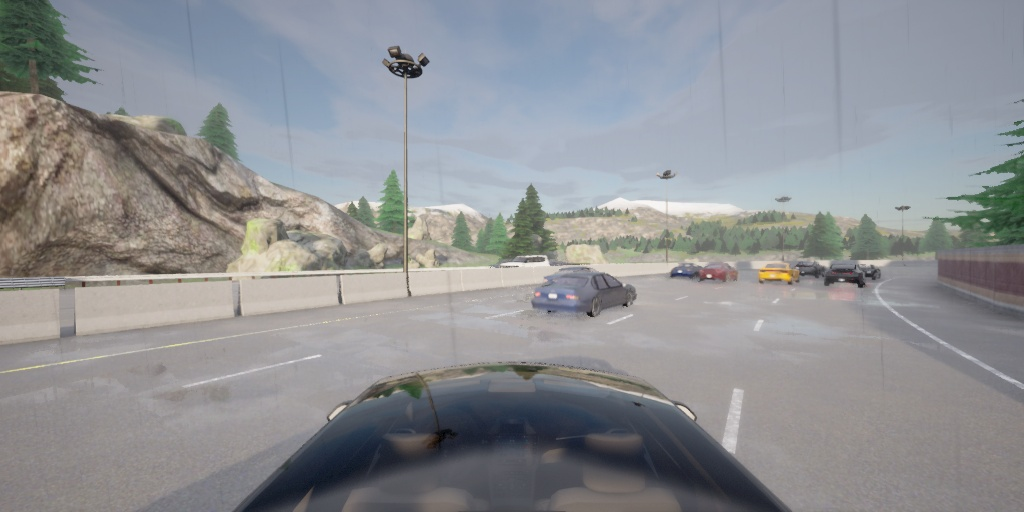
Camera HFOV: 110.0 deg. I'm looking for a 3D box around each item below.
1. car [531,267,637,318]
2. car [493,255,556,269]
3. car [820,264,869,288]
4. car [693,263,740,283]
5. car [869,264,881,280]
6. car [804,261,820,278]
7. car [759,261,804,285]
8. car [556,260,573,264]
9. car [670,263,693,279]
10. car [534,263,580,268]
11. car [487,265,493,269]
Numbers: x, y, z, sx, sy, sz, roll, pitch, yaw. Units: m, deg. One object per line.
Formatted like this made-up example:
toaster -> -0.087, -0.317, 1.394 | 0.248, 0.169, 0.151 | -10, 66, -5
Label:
car -> 2.830, 1.298, 13.170 | 2.033, 1.411, 5.357 | 0, 0, 38
car -> 1.217, 0.971, 32.978 | 2.150, 2.045, 5.566 | 0, 0, 44
car -> 22.454, 1.255, 24.155 | 4.892, 1.490, 1.837 | 0, 0, -43
car -> 16.016, 1.275, 27.723 | 4.674, 1.442, 1.812 | 0, 0, -44
car -> 30.379, 1.351, 31.004 | 4.718, 1.301, 1.895 | 0, 0, -39
car -> 27.621, 1.241, 33.254 | 4.902, 1.511, 2.128 | 0, 0, -39
car -> 19.697, 1.228, 26.361 | 5.008, 1.535, 1.882 | 0, 0, -44
car -> 6.985, 1.351, 48.185 | 4.718, 1.301, 1.895 | 0, 0, -41
car -> 16.058, 1.313, 32.527 | 4.181, 1.385, 1.994 | 0, 0, -44
car -> 3.749, 1.297, 19.809 | 2.033, 1.411, 5.357 | 0, 0, 40
car -> -0.458, 1.102, 36.228 | 2.097, 1.767, 4.553 | 0, 0, 44
